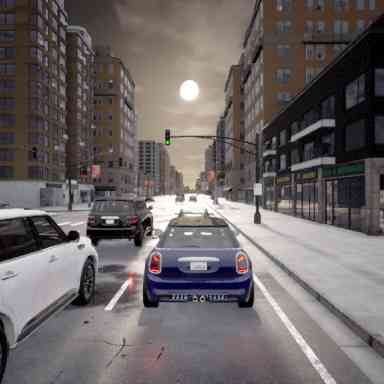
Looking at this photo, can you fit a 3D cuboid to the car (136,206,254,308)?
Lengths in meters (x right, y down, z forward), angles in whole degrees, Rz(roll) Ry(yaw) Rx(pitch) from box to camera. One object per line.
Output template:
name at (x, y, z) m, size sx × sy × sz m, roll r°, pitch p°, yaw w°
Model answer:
car at (0.122, 1.353, 8.092) m, size 2.097 × 1.767 × 4.553 m, roll 0°, pitch 0°, yaw 0°

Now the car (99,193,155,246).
car at (-3.105, 1.224, 15.298) m, size 2.150 × 2.045 × 5.566 m, roll 0°, pitch 0°, yaw 0°

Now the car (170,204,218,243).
car at (0.108, 1.495, 17.218) m, size 2.128 × 1.511 × 4.902 m, roll 0°, pitch 0°, yaw 1°

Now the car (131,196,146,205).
car at (-9.632, 1.555, 60.124) m, size 1.812 × 1.442 × 4.674 m, roll 0°, pitch 0°, yaw 0°

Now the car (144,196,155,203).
car at (-9.518, 1.636, 74.189) m, size 1.895 × 1.301 × 4.718 m, roll 0°, pitch 0°, yaw 0°

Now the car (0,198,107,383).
car at (-3.142, 1.222, 4.933) m, size 2.150 × 2.045 × 5.566 m, roll 0°, pitch 0°, yaw 1°

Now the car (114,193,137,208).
car at (-9.662, 1.241, 48.624) m, size 2.150 × 2.045 × 5.566 m, roll 0°, pitch 0°, yaw 2°

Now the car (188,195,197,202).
car at (0.246, 1.568, 78.164) m, size 1.812 × 1.442 × 4.674 m, roll 0°, pitch 0°, yaw 0°

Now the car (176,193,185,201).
car at (-2.973, 1.169, 88.212) m, size 2.150 × 2.045 × 5.566 m, roll 0°, pitch 0°, yaw 0°

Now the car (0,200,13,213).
car at (-22.038, 1.596, 35.999) m, size 4.313 × 1.339 × 1.947 m, roll 0°, pitch 0°, yaw 0°

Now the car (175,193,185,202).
car at (-3.006, 1.583, 77.760) m, size 2.033 × 1.411 × 5.357 m, roll 0°, pitch 0°, yaw 0°

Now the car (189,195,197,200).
car at (0.277, 1.496, 88.172) m, size 1.994 × 1.385 × 4.181 m, roll 0°, pitch 0°, yaw 0°
